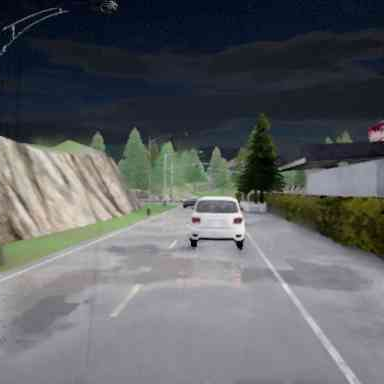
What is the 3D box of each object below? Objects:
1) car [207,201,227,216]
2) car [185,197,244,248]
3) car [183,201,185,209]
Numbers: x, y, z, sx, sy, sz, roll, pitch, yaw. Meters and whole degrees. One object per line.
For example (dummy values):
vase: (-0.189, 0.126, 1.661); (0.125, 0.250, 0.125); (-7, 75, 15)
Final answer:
car: (2.560, 1.615, 34.547); (1.895, 1.301, 4.718); (0, 0, 4)
car: (1.110, 1.228, 14.949); (2.150, 2.045, 5.566); (0, 0, 4)
car: (-0.181, 1.536, 46.413); (2.033, 1.411, 5.357); (0, 0, 5)
